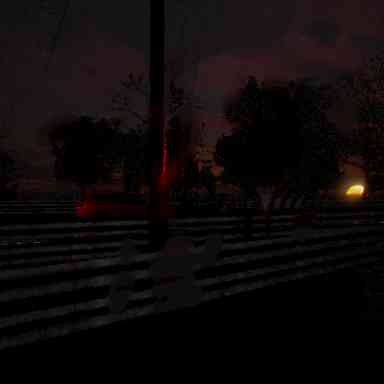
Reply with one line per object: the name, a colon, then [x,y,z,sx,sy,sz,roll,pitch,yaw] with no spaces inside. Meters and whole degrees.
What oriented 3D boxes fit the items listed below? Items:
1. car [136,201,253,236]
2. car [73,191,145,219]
car: [0.339,1.254,14.213,4.892,1.490,1.837,0,0,-26]
car: [-4.122,0.965,19.835,5.566,2.045,2.150,0,0,-26]
